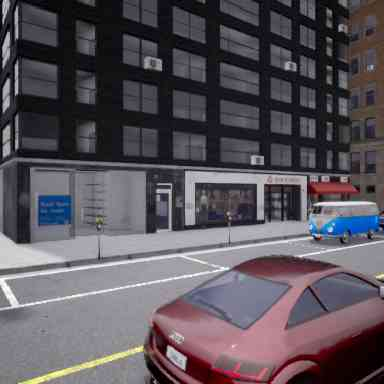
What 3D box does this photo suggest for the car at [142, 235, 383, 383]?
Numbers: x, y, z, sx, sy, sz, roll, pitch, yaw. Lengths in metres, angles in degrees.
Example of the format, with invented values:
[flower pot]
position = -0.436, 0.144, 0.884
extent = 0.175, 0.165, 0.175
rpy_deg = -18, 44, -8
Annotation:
[car]
position = 1.478, 1.564, 4.371
extent = 4.181, 1.385, 1.994
rpy_deg = 0, 0, -35

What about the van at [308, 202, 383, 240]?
[van]
position = 7.074, 1.342, 15.444
extent = 3.998, 1.788, 1.690
rpy_deg = 0, 0, -36
